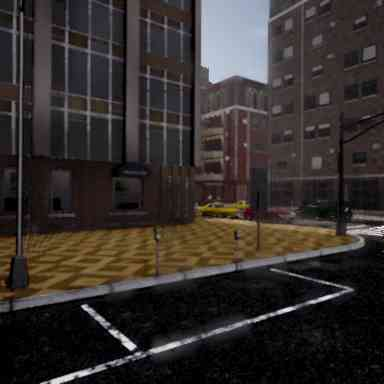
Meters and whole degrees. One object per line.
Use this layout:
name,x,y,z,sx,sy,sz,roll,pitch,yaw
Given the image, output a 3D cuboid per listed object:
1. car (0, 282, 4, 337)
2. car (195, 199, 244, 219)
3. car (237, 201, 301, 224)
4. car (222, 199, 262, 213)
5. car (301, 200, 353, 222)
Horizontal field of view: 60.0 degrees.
car,-4.391,1.558,3.424,4.313,1.339,1.947,0,0,-36
car,2.487,1.554,29.549,1.752,1.417,4.829,1,0,-36
car,5.687,1.621,25.085,1.802,1.307,4.206,1,0,-36
car,5.796,1.625,39.311,1.752,1.417,4.829,1,0,-36
car,10.866,1.448,27.771,2.097,1.767,4.553,1,0,-35
